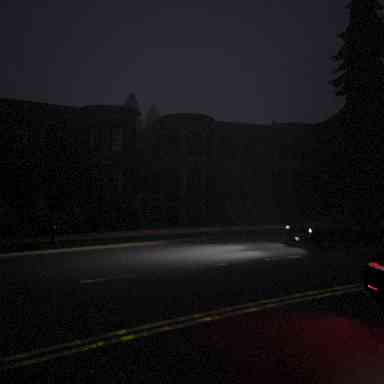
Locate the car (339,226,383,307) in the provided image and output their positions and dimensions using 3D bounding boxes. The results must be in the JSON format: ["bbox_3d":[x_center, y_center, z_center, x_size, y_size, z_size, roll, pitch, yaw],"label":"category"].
[{"bbox_3d":[5.446,1.489,6.210,4.902,1.511,2.128,0,0,-24],"label":"car"}]

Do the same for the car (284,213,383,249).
[{"bbox_3d":[6.388,1.597,14.354,4.718,1.301,1.895,0,0,-19],"label":"car"}]
